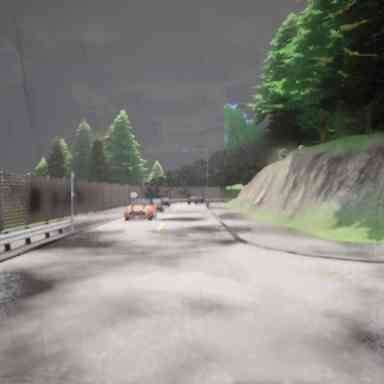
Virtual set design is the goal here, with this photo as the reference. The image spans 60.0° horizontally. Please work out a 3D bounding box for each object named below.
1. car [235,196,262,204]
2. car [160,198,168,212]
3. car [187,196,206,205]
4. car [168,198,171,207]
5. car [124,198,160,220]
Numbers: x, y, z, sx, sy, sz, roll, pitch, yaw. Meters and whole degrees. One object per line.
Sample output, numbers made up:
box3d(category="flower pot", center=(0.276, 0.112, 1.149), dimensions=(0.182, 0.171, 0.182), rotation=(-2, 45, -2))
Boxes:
box3d(category="car", center=(10.472, 1.402, 61.423), dimensions=(4.902, 1.511, 2.128), rotation=(0, 0, 0))
box3d(category="car", center=(-4.091, 1.471, 37.300), dimensions=(1.812, 1.442, 4.674), rotation=(0, 0, 0))
box3d(category="car", center=(0.831, 1.422, 57.925), dimensions=(1.837, 1.490, 4.892), rotation=(0, 0, 26))
box3d(category="car", center=(-4.194, 1.528, 49.492), dimensions=(1.895, 1.301, 4.718), rotation=(0, 0, 0))
box3d(category="car", center=(-4.097, 1.312, 27.094), dimensions=(2.097, 1.767, 4.553), rotation=(0, 0, 0))
